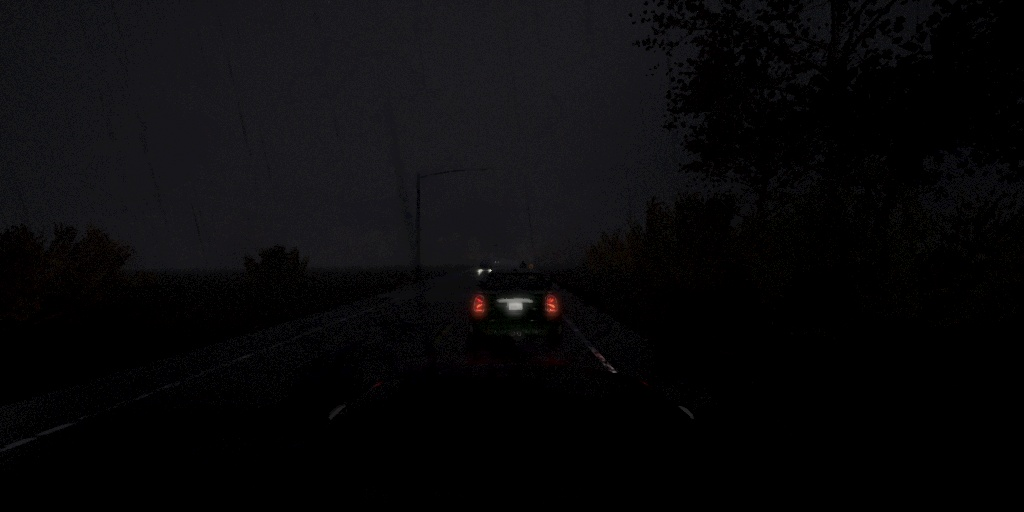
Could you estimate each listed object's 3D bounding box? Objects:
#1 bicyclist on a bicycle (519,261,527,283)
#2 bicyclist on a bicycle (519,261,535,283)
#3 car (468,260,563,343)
[{"bbox_3d":[0.843,1.193,27.244,0.582,1.620,1.656,0,0,0],"label":"bicyclist on a bicycle"},{"bbox_3d":[0.905,1.181,17.127,0.866,1.612,1.509,0,0,0],"label":"bicyclist on a bicycle"},{"bbox_3d":[0.073,1.099,9.783,2.097,1.767,4.553,0,0,0],"label":"car"}]
